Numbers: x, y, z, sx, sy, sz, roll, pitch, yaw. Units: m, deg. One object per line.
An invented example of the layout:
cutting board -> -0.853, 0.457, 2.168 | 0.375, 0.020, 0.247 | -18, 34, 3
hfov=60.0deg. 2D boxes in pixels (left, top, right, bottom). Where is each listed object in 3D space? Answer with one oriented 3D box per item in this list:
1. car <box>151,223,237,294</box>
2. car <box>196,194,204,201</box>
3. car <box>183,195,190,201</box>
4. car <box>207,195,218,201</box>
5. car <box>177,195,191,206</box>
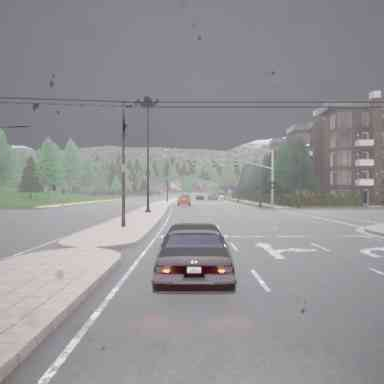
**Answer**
car -> 0.051, 1.545, 8.906 | 2.033, 1.411, 5.357 | 0, 0, 0
car -> 2.066, 1.453, 85.513 | 1.882, 1.535, 5.008 | 0, 0, 0
car -> -1.434, 1.499, 85.478 | 1.812, 1.442, 4.674 | 0, 0, 0
car -> 5.566, 1.515, 85.517 | 2.033, 1.411, 5.357 | 0, 0, 0
car -> -1.302, 1.337, 54.653 | 2.097, 1.767, 4.553 | 0, 0, -1
